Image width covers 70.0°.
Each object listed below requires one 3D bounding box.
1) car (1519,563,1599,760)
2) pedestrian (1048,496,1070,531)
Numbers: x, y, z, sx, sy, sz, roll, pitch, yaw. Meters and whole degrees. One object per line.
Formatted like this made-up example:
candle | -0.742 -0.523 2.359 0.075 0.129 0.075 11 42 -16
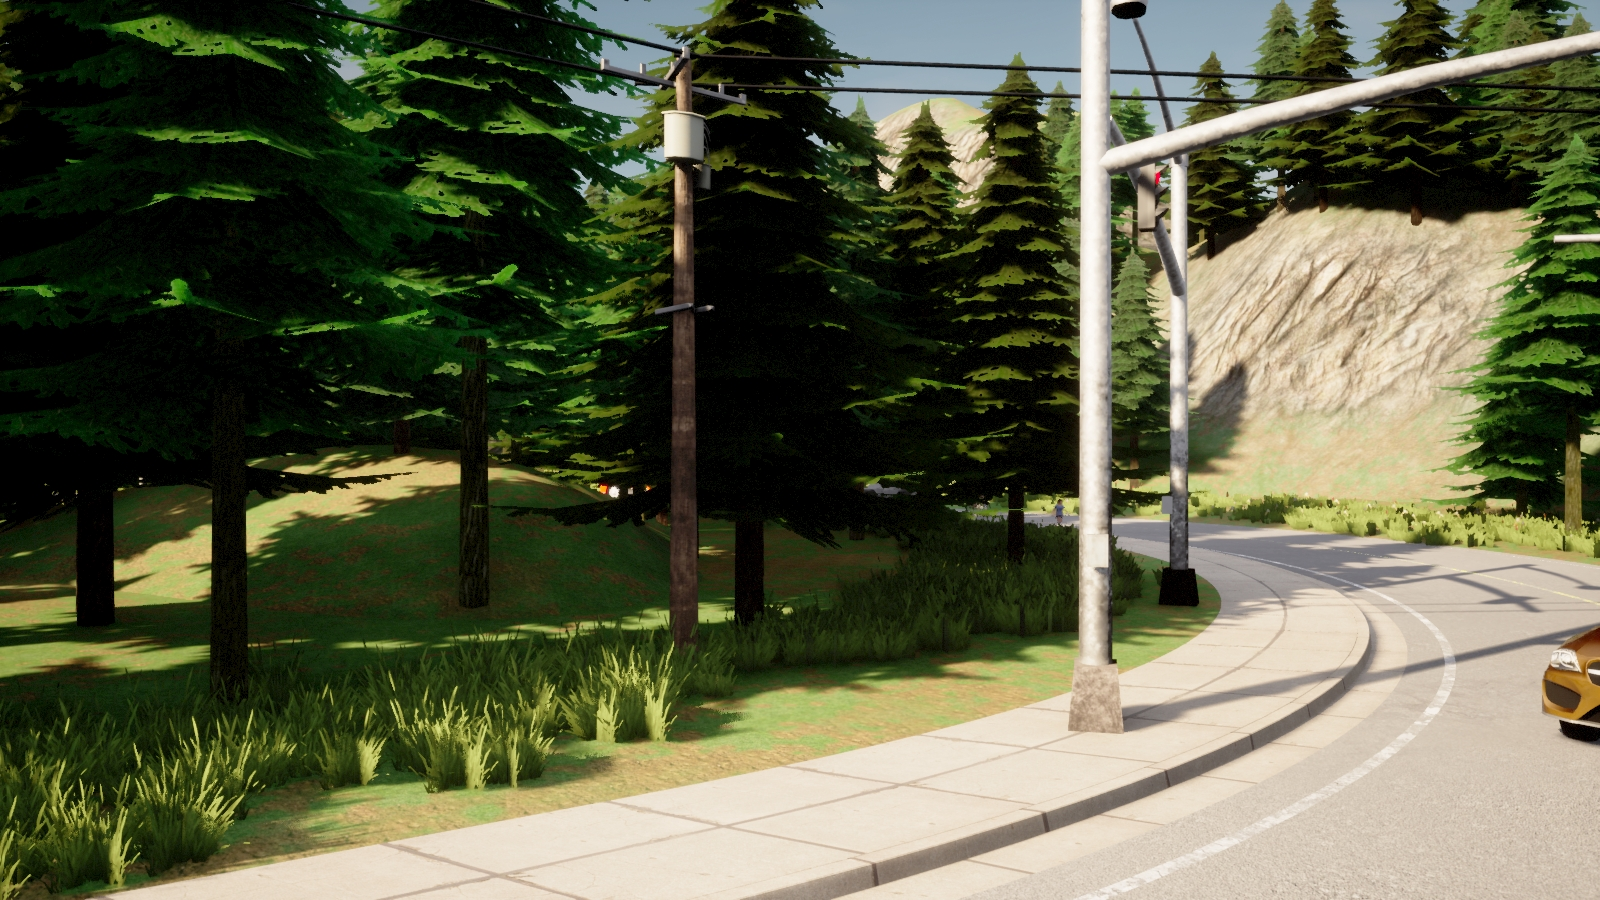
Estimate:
car | 9.577 1.970 11.147 5.027 1.651 2.152 0 0 -29
pedestrian | 8.352 2.049 36.833 0.500 1.100 0.500 0 0 -16
